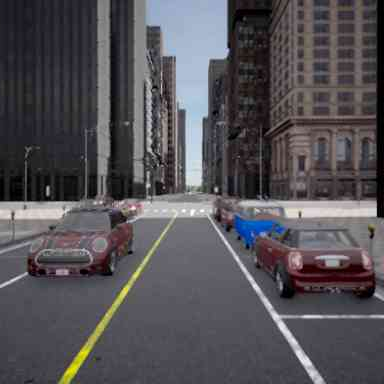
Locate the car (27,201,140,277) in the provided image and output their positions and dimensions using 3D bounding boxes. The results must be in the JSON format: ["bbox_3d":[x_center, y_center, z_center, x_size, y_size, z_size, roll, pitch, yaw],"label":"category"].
[{"bbox_3d":[-3.101,1.326,10.208,2.097,1.767,4.553,0,0,0],"label":"car"}]

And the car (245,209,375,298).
[{"bbox_3d":[2.758,1.418,8.476,1.967,1.590,4.097,0,0,0],"label":"car"}]

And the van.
[{"bbox_3d":[2.756,1.305,14.078,1.690,1.788,3.998,0,0,0],"label":"van"}]

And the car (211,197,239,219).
[{"bbox_3d":[2.755,1.251,25.282,2.192,1.841,5.009,0,0,0],"label":"car"}]

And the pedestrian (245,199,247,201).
[{"bbox_3d":[6.129,1.332,37.563,0.375,1.300,0.375,0,0,0],"label":"pedestrian"}]

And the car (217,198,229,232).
[{"bbox_3d":[2.756,1.390,19.680,1.967,1.590,4.097,0,0,0],"label":"car"}]

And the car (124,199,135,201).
[{"bbox_3d":[-5.770,1.462,25.110,1.752,1.417,4.829,0,0,0],"label":"car"}]

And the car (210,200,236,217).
[{"bbox_3d":[2.755,1.473,30.884,2.008,1.369,4.403,0,0,0],"label":"car"}]

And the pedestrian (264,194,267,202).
[{"bbox_3d":[8.129,1.061,36.962,0.375,1.860,0.375,0,0,0],"label":"pedestrian"}]

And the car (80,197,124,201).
[{"bbox_3d":[-5.770,1.265,19.677,2.192,1.841,5.009,0,0,0],"label":"car"}]

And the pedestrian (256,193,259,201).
[{"bbox_3d":[7.129,1.055,36.361,0.375,1.860,0.375,0,0,0],"label":"pedestrian"}]

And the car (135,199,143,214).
[{"bbox_3d":[-5.771,1.362,30.882,1.967,1.590,4.097,0,0,0],"label":"car"}]
